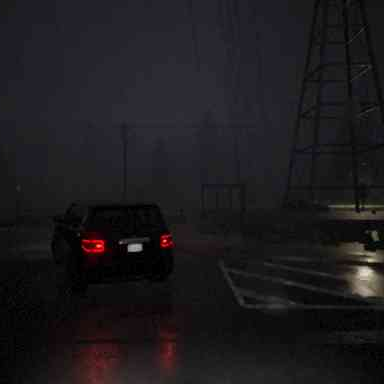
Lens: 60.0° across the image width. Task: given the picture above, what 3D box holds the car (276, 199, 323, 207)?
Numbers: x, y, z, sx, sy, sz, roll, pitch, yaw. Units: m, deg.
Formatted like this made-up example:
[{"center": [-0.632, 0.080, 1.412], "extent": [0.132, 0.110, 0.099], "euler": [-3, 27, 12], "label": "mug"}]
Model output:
[{"center": [10.878, 1.455, 32.828], "extent": [5.008, 1.535, 1.882], "euler": [0, 0, 2], "label": "car"}]

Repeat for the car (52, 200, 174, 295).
[{"center": [-2.411, 1.216, 9.093], "extent": [2.150, 2.045, 5.566], "euler": [0, 0, -28], "label": "car"}]
